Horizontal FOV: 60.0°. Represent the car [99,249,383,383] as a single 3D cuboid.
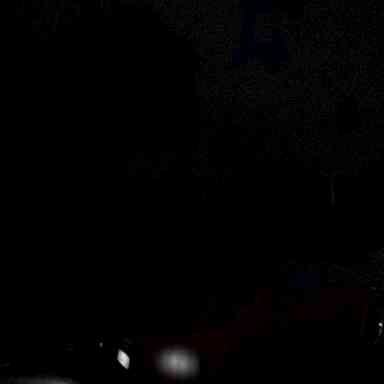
[{"bbox_3d":[0.902,1.566,4.646,4.181,1.385,1.994,0,0,-36],"label":"car"}]
